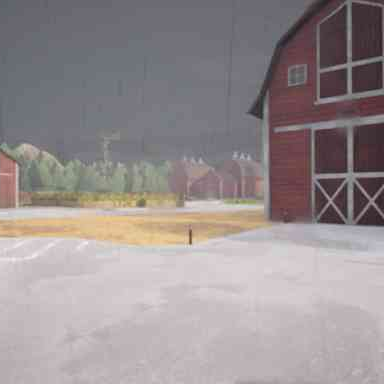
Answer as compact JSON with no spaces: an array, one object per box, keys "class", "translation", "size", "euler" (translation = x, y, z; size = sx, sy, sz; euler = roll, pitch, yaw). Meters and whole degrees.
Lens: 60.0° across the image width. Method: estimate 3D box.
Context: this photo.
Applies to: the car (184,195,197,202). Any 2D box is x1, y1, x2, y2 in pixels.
[{"class":"car","translation":[-0.628,1.767,92.214],"size":[1.932,1.855,4.605],"euler":[0,0,35]}]
